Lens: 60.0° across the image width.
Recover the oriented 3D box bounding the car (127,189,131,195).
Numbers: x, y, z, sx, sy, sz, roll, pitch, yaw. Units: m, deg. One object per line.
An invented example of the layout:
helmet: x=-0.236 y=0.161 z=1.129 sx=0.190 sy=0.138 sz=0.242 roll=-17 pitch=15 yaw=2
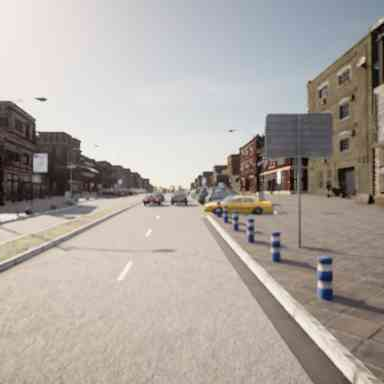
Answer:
car: x=-19.340 y=0.104 z=84.947 sx=5.566 sy=2.045 sz=2.435 roll=0 pitch=1 yaw=-2

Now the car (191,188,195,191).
car: x=2.667 y=0.510 z=50.019 sx=5.008 sy=1.535 sz=2.097 roll=0 pitch=1 yaw=-2

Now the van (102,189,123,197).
van: x=-18.995 y=0.182 z=79.397 sx=4.442 sy=1.987 sz=1.878 roll=0 pitch=0 yaw=-2

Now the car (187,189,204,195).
car: x=1.019 y=0.028 z=91.347 sx=4.553 sy=1.767 sz=2.185 roll=0 pitch=1 yaw=-2

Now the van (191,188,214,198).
van: x=1.986 y=0.158 z=63.783 sx=4.442 sy=1.987 sz=1.878 roll=0 pitch=0 yaw=-2

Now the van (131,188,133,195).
van: x=-19.736 y=0.037 z=93.275 sx=4.442 sy=1.987 sz=1.878 roll=0 pitch=1 yaw=-2

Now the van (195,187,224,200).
van: x=2.668 y=0.252 z=52.654 sx=4.442 sy=1.987 sz=1.878 roll=0 pitch=1 yaw=-2

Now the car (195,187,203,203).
car: x=3.358 y=0.530 z=33.495 sx=5.566 sy=2.045 sz=2.435 roll=0 pitch=1 yaw=-2

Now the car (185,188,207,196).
car: x=1.071 y=-0.068 z=88.586 sx=5.566 sy=2.045 sz=2.435 roll=0 pitch=1 yaw=-2

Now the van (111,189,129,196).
van: x=-19.638 y=0.069 z=90.623 sx=4.442 sy=1.987 sz=1.878 roll=0 pitch=1 yaw=-2

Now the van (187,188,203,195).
van: x=0.759 y=-0.104 z=94.095 sx=4.442 sy=1.987 sz=1.878 roll=0 pitch=1 yaw=-2

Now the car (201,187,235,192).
car: x=3.409 y=0.714 z=30.743 sx=4.553 sy=1.767 sz=2.185 roll=0 pitch=1 yaw=-2

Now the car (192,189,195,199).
car: x=2.891 y=0.587 z=44.513 sx=4.892 sy=1.521 sz=2.231 roll=0 pitch=1 yaw=-2

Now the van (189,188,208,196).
van: x=1.550 y=0.038 z=80.324 sx=4.442 sy=1.987 sz=1.878 roll=0 pitch=1 yaw=-2

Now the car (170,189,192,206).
car: x=-1.459 y=0.728 z=38.397 sx=2.128 sy=1.511 sz=4.902 roll=0 pitch=1 yaw=-2

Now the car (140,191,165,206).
car: x=-4.453 y=0.860 z=38.199 sx=1.895 sy=1.301 sz=4.718 roll=0 pitch=1 yaw=-2

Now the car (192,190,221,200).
car: x=2.441 y=0.489 z=55.527 sx=4.674 sy=1.452 sz=2.002 roll=0 pitch=1 yaw=-2

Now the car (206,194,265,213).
car: x=3.557 y=0.941 z=27.995 sx=4.674 sy=1.452 sz=2.002 roll=0 pitch=1 yaw=-2

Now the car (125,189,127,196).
car: x=-19.187 y=0.411 z=82.301 sx=4.792 sy=1.488 sz=2.163 roll=0 pitch=1 yaw=-2

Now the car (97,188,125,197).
car: x=-19.042 y=0.181 z=76.617 sx=5.566 sy=2.045 sz=2.435 roll=0 pitch=1 yaw=-2

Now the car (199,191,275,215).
car: x=3.479 y=0.964 z=25.232 sx=5.366 sy=1.575 sz=1.946 roll=0 pitch=1 yaw=-2
